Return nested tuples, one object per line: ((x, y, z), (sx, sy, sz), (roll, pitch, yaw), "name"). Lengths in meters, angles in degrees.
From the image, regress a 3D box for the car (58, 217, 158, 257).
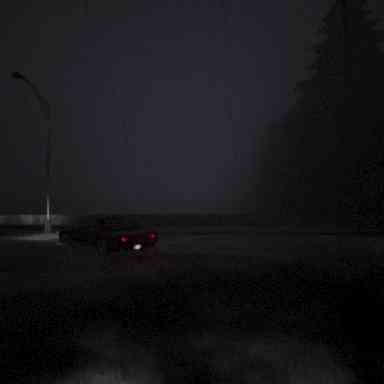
((-3.564, 1.674, 13.450), (4.718, 1.301, 1.895), (0, -1, 44), "car")
